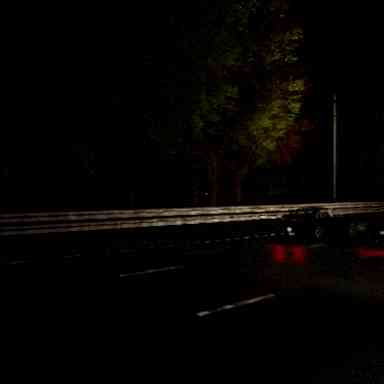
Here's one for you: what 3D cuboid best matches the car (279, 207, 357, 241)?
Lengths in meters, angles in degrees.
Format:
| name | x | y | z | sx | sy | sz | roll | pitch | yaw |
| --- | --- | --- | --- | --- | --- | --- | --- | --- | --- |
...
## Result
| name | x | y | z | sx | sy | sz | roll | pitch | yaw |
| --- | --- | --- | --- | --- | --- | --- | --- | --- | --- |
| car | 6.540 | 1.528 | 17.013 | 4.902 | 1.511 | 2.128 | 0 | 0 | -36 |

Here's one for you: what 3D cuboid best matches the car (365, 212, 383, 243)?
| name | x | y | z | sx | sy | sz | roll | pitch | yaw |
| --- | --- | --- | --- | --- | --- | --- | --- | --- | --- |
| car | 9.828 | 1.518 | 15.058 | 5.008 | 1.535 | 1.882 | 0 | 0 | -36 |
